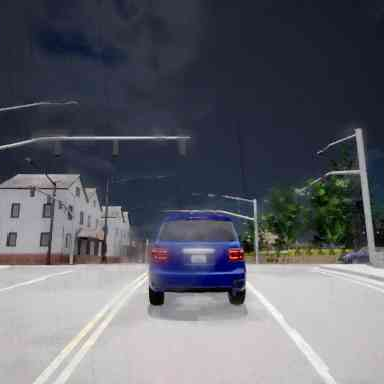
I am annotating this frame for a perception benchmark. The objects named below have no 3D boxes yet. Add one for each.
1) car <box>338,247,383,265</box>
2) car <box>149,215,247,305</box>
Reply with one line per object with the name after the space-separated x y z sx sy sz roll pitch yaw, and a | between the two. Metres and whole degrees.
15.426 5.661 29.614 4.553 1.767 2.097 0 -12 1 | car
0.078 1.762 9.312 2.150 2.045 5.566 0 -7 -1 | car
